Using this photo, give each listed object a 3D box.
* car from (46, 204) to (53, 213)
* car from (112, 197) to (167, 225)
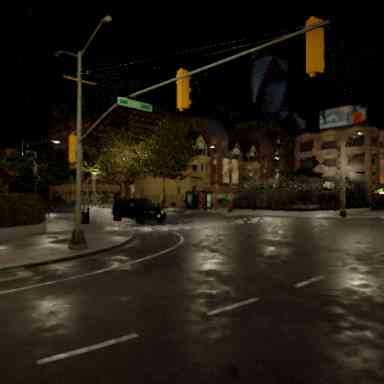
[{"bbox_3d":[-19.373,1.938,42.278,1.895,1.301,4.718,1,-1,-44],"label":"car"},{"bbox_3d":[-4.405,1.466,27.082,2.150,2.045,5.566,1,-1,-44],"label":"car"}]
